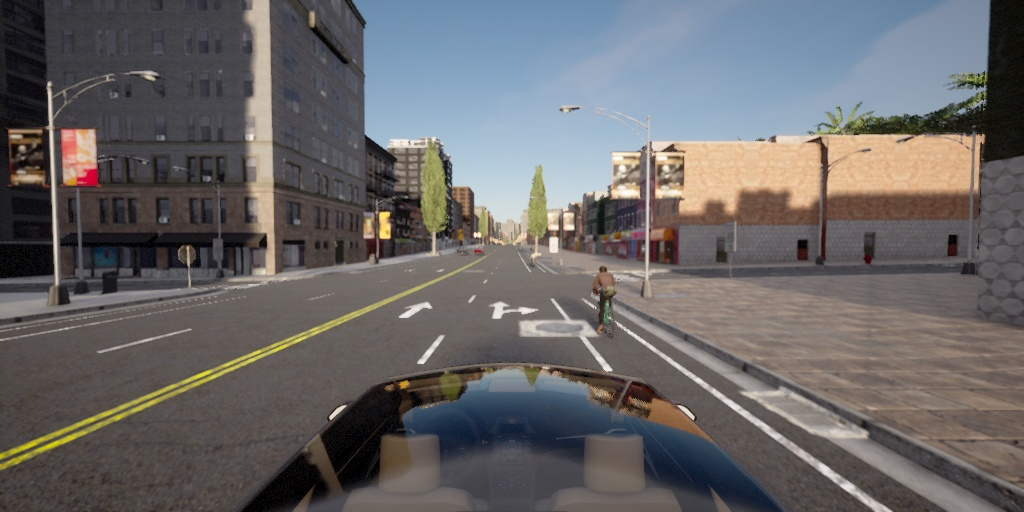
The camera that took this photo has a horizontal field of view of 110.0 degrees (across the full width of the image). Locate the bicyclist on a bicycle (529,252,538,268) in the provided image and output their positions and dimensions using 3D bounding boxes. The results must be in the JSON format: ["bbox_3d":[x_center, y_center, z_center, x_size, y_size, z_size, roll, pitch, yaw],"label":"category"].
[{"bbox_3d":[2.233,0.395,37.132,0.866,1.612,1.509,0,2,0],"label":"bicyclist on a bicycle"}]

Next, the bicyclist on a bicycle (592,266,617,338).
[{"bbox_3d":[2.249,1.068,8.705,0.582,1.620,1.656,0,1,0],"label":"bicyclist on a bicycle"}]
